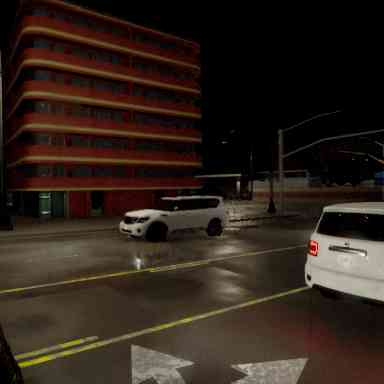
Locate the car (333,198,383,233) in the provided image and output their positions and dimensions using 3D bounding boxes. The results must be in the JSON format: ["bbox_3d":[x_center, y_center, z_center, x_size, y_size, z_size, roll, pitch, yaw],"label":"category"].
[{"bbox_3d":[10.827,1.293,20.140,4.553,1.767,2.097,0,0,-35],"label":"car"}]

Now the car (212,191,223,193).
[{"bbox_3d":[7.440,0.671,89.327,4.611,1.667,2.242,-1,1,-35],"label":"car"}]

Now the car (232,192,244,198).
[{"bbox_3d":[11.405,0.818,85.101,3.806,1.475,1.970,-1,1,-35],"label":"car"}]

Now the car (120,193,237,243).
[{"bbox_3d":[-0.679,1.216,16.366,5.566,2.045,2.150,0,0,-35],"label":"car"}]

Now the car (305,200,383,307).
[{"bbox_3d":[4.782,1.218,7.137,5.566,2.045,2.150,0,0,-35],"label":"car"}]

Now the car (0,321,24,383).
[{"bbox_3d":[-3.661,1.222,1.141,5.566,2.045,2.150,0,0,-35],"label":"car"}]
